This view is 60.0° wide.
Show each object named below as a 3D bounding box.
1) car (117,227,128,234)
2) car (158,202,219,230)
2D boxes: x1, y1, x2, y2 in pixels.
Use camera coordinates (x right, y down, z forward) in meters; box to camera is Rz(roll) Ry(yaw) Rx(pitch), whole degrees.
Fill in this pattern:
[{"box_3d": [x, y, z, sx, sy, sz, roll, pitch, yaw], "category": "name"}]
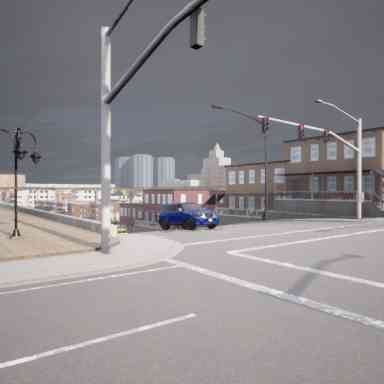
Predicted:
[{"box_3d": [-8.613, 4.442, 35.802, 1.882, 1.535, 5.008, 0, -12, -36], "category": "car"}, {"box_3d": [-0.405, 1.777, 24.645, 2.150, 2.045, 5.566, 0, -5, -36], "category": "car"}]
